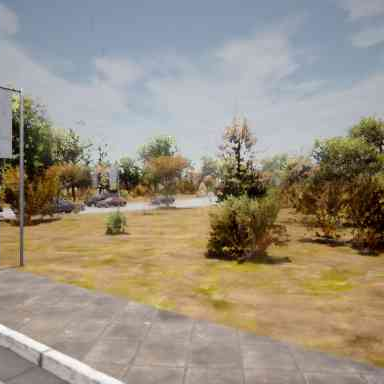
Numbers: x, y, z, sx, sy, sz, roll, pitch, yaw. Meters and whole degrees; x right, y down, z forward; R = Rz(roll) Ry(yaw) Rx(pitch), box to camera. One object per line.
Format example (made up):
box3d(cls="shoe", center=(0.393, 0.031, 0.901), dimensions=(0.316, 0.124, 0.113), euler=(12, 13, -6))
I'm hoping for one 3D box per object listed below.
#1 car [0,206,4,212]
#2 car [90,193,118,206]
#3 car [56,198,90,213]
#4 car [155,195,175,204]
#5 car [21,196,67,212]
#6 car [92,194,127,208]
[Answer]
box3d(cls="car", center=(-20.222, 1.477, 30.885), dimensions=(1.882, 1.535, 5.008), euler=(0, 0, 39))
box3d(cls="car", center=(-13.579, 1.153, 50.657), dimensions=(2.150, 2.045, 5.566), euler=(0, 1, 39))
box3d(cls="car", center=(-13.494, 1.546, 33.675), dimensions=(2.033, 1.411, 5.357), euler=(0, 0, 39))
box3d(cls="car", center=(-4.933, 1.302, 55.817), dimensions=(2.128, 1.511, 4.902), euler=(0, 1, 39))
box3d(cls="car", center=(-17.695, 1.347, 39.941), dimensions=(2.097, 1.767, 4.553), euler=(0, 0, 39))
box3d(cls="car", center=(-11.451, 1.466, 47.708), dimensions=(1.812, 1.442, 4.674), euler=(0, 0, 38))
